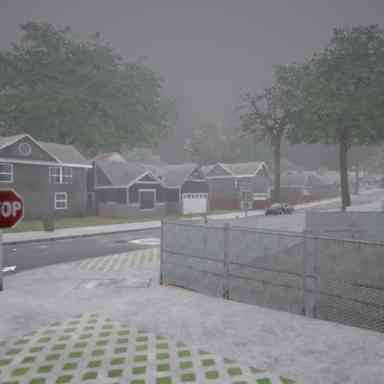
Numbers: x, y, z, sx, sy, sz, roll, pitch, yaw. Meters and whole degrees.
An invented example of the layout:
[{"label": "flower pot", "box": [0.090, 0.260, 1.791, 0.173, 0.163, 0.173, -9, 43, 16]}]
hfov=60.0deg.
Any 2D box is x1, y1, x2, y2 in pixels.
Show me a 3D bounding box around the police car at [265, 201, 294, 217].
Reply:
[{"label": "police car", "box": [9.857, 1.873, 37.440, 1.930, 1.638, 5.238, -1, 0, 36]}]
